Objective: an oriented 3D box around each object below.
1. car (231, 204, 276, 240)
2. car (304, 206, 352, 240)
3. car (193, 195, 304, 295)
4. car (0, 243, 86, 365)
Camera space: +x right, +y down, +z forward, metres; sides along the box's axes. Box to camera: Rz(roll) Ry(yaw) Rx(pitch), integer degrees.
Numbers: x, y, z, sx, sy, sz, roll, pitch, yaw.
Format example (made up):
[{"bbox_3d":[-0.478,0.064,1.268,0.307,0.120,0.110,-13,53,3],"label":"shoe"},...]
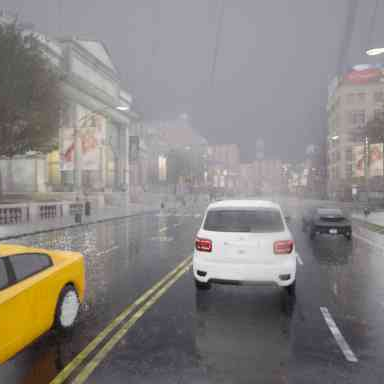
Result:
[{"bbox_3d":[3.437,1.492,18.306,2.128,1.511,4.902,0,0,12],"label":"car"},{"bbox_3d":[6.763,1.503,17.065,1.837,1.490,4.892,0,-1,12],"label":"car"},{"bbox_3d":[1.471,1.221,9.001,2.150,2.045,5.566,0,0,11],"label":"car"},{"bbox_3d":[-3.122,1.477,4.140,1.882,1.535,5.008,0,0,8],"label":"car"}]
